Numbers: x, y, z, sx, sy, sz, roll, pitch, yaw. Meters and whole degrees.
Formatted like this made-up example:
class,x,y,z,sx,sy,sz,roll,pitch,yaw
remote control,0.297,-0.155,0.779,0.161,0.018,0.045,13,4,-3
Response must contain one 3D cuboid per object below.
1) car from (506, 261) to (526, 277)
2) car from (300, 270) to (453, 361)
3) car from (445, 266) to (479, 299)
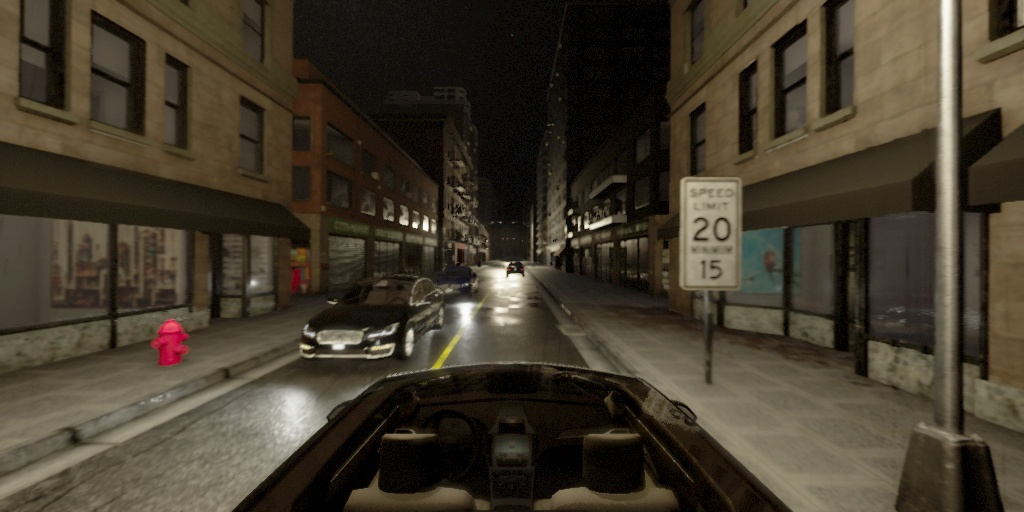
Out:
class,x,y,z,sx,sy,sz,roll,pitch,yaw
car,0.351,1.303,35.536,2.033,1.411,5.357,0,0,1
car,-2.811,1.237,8.314,1.837,1.490,4.892,0,0,1
car,-2.728,1.258,18.189,1.812,1.442,4.674,0,0,1
